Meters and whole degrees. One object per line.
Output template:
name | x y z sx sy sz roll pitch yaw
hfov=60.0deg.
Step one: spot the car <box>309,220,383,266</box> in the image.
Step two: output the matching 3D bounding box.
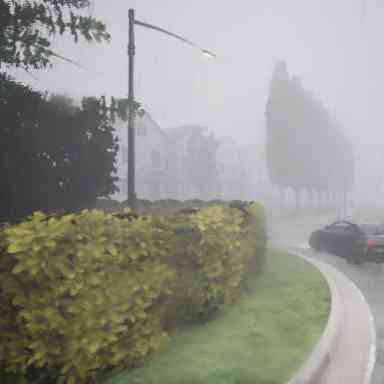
car | 5.923 1.696 12.108 1.994 1.385 4.181 0 -1 -4
